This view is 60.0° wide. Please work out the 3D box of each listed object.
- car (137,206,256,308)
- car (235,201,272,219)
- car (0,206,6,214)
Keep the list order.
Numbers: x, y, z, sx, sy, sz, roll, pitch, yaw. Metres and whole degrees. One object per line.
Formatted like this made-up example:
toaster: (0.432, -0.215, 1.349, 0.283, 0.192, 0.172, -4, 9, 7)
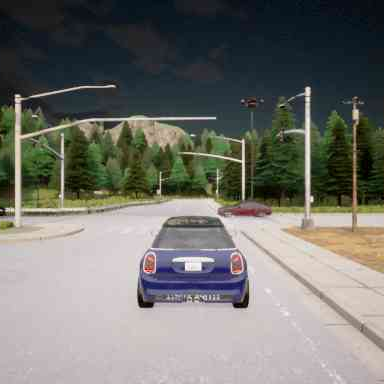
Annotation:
car: (0.040, 1.348, 8.069, 2.097, 1.767, 4.553, 0, 0, 0)
car: (4.567, 1.547, 28.858, 4.674, 1.442, 1.812, 0, 0, 1)
car: (-18.696, 1.590, 29.240, 4.181, 1.385, 1.994, 0, 0, 1)
